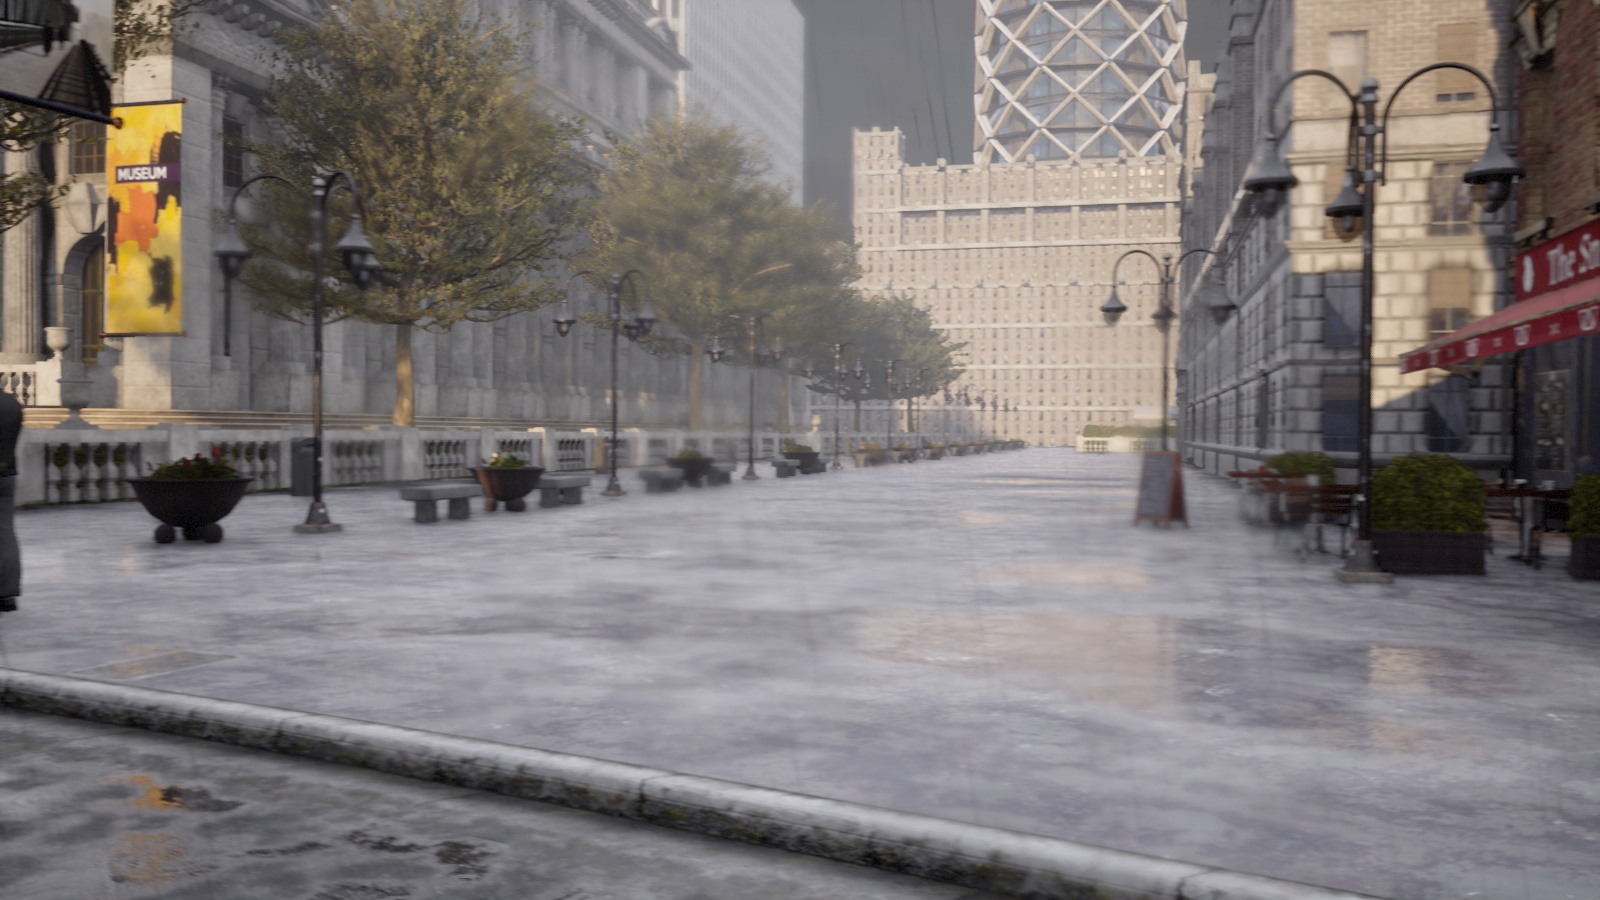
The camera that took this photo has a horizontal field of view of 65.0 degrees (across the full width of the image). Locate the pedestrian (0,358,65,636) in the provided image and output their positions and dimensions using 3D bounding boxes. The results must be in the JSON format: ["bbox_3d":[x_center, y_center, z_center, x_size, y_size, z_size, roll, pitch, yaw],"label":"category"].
[{"bbox_3d":[-5.750,0.316,8.814,0.849,1.883,0.563,0,1,17],"label":"pedestrian"}]
